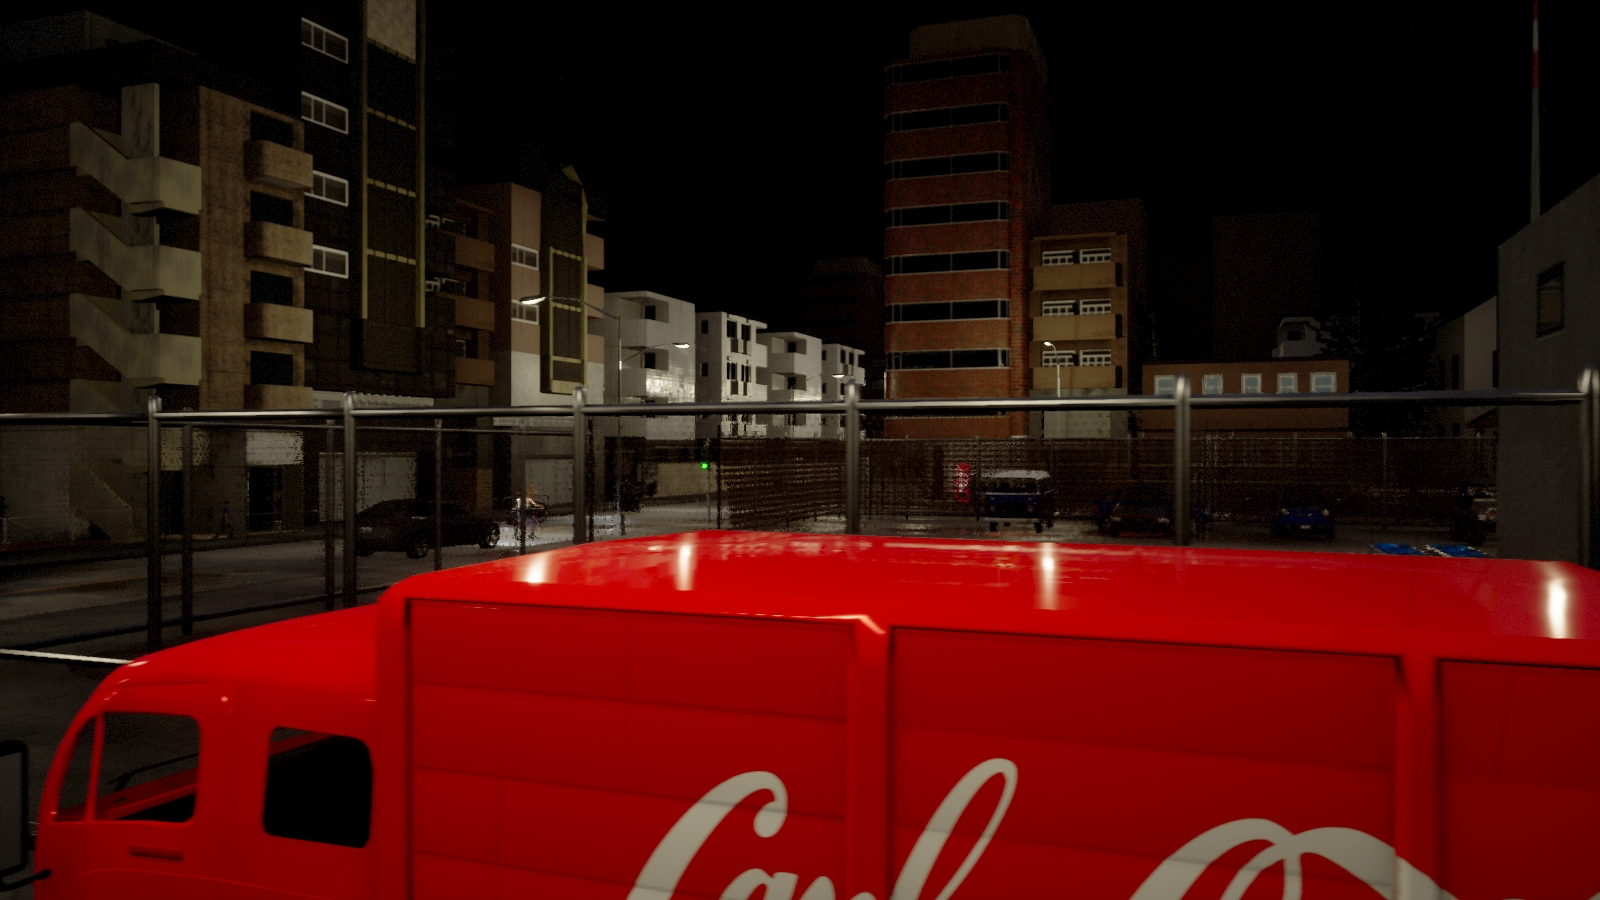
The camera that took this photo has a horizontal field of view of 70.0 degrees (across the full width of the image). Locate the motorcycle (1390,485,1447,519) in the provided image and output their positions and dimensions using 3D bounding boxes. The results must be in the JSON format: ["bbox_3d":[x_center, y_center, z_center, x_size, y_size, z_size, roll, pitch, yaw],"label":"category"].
[{"bbox_3d":[23.572,1.962,43.588,1.805,1.236,0.856,0,0,21],"label":"motorcycle"}]

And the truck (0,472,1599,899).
[{"bbox_3d":[-0.086,1.348,3.885,5.204,2.467,2.627,0,0,20],"label":"truck"}]

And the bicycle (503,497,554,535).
[{"bbox_3d":[-8.415,2.036,35.456,0.859,1.080,1.487,0,0,20],"label":"bicycle"}]

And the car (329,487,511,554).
[{"bbox_3d":[-10.151,1.843,30.953,2.163,1.488,4.792,0,0,20],"label":"car"}]

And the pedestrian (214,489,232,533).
[{"bbox_3d":[-17.116,1.804,33.897,0.375,1.300,0.375,0,0,42],"label":"pedestrian"}]
